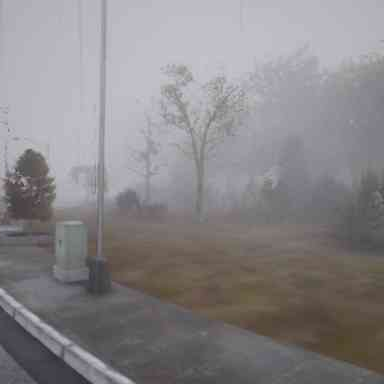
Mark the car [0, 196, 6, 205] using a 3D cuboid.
[{"bbox_3d":[-28.245,1.186,47.732,1.994,1.385,4.181,1,0,-6],"label":"car"}]
